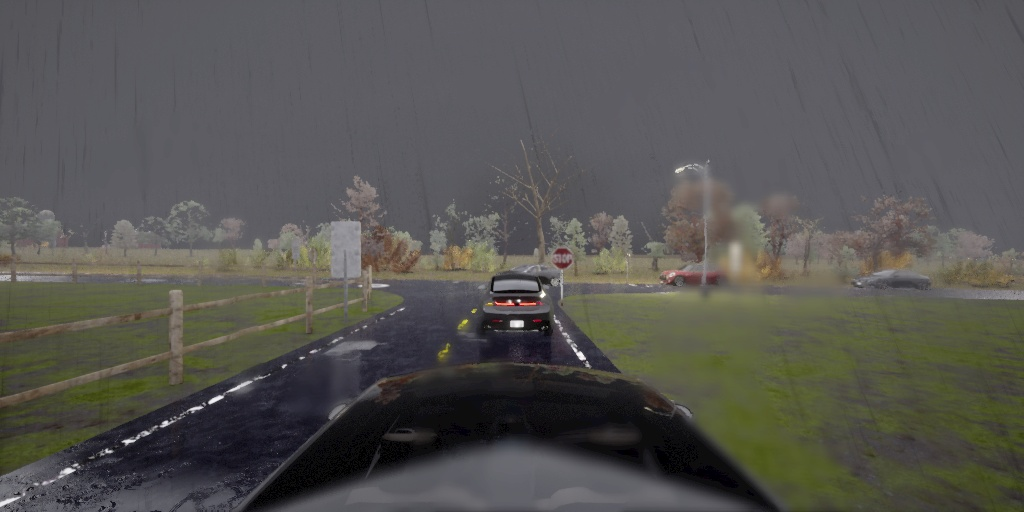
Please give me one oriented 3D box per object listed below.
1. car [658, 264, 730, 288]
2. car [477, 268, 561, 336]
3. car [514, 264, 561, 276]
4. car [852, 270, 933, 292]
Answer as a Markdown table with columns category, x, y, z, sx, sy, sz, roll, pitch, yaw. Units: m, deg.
| category | x | y | z | sx | sy | sz | roll | pitch | yaw |
| --- | --- | --- | --- | --- | --- | --- | --- | --- | --- |
| car | 13.083 | 1.336 | 25.929 | 4.553 | 1.767 | 2.097 | 1 | 1 | -1 |
| car | 0.064 | 1.252 | 10.331 | 1.837 | 1.490 | 4.892 | 0 | 0 | -1 |
| car | 1.023 | 1.246 | 22.451 | 4.902 | 1.511 | 2.128 | 1 | 0 | -38 |
| car | 27.473 | 1.764 | 25.939 | 4.674 | 1.442 | 1.812 | 1 | 1 | 0 |
